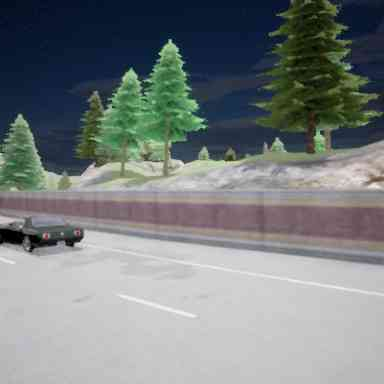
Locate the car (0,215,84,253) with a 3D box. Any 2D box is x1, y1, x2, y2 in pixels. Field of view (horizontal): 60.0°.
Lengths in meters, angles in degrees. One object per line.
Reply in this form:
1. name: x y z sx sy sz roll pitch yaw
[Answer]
1. car: -6.562 1.629 13.925 4.718 1.301 1.895 0 0 41
